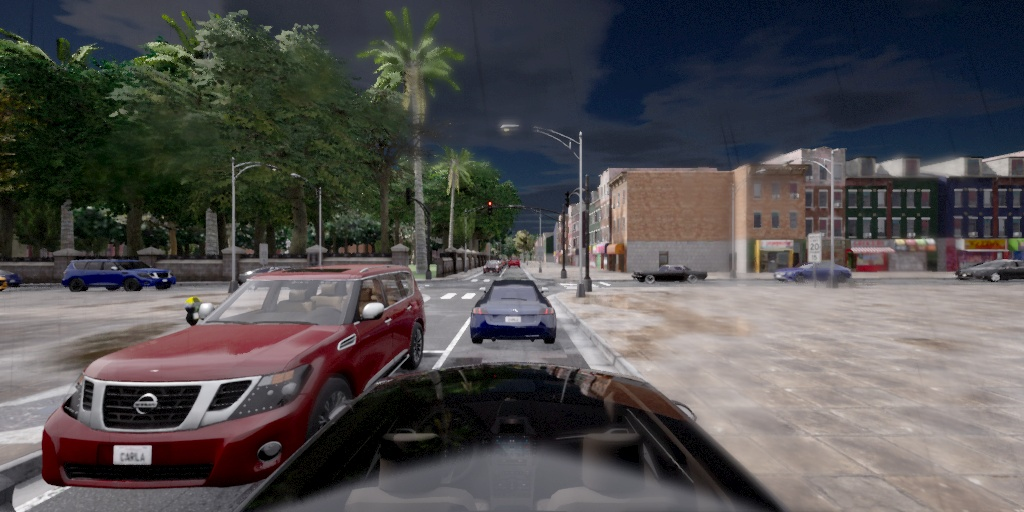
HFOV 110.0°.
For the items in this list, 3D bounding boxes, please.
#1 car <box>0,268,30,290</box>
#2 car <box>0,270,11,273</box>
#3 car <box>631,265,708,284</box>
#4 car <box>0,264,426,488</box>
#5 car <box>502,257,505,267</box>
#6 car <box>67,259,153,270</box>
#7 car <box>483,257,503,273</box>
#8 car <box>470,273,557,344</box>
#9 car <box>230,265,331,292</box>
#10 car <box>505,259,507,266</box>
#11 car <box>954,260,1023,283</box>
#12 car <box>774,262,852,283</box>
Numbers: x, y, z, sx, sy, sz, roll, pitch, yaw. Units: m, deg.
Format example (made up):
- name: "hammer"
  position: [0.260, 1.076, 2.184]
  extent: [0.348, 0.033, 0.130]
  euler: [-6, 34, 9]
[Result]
- name: "car"
  position: [-37.897, 1.663, 25.521]
  extent: [4.674, 1.442, 1.812]
  euler: [-1, 0, 0]
- name: "car"
  position: [-35.052, 1.586, 22.568]
  extent: [5.008, 1.535, 1.882]
  euler: [-1, 0, 0]
- name: "car"
  position: [10.982, 1.278, 25.308]
  extent: [4.718, 1.301, 1.895]
  euler: [0, 0, 1]
- name: "car"
  position: [-2.622, 1.065, 5.006]
  extent: [2.192, 1.841, 5.009]
  euler: [0, 0, 0]
- name: "car"
  position: [-2.367, 1.288, 48.840]
  extent: [1.967, 1.591, 4.097]
  euler: [0, 0, 0]
- name: "car"
  position: [-24.556, 1.215, 22.506]
  extent: [5.566, 2.045, 2.150]
  euler: [-1, 0, 0]
- name: "car"
  position: [-2.401, 1.266, 43.152]
  extent: [1.967, 1.591, 4.097]
  euler: [0, 0, 0]
- name: "car"
  position: [0.042, 1.316, 9.622]
  extent: [1.994, 1.385, 4.181]
  euler: [0, 0, 0]
- name: "car"
  position: [-14.351, 1.385, 22.453]
  extent: [4.902, 1.511, 2.128]
  euler: [-1, 0, -1]
- name: "car"
  position: [-2.302, 1.482, 60.217]
  extent: [1.802, 1.307, 4.207]
  euler: [0, 0, 0]
- name: "car"
  position: [34.209, 1.051, 25.177]
  extent: [4.892, 1.490, 1.837]
  euler: [-1, 0, 0]
- name: "car"
  position: [21.145, 1.138, 25.252]
  extent: [4.674, 1.442, 1.812]
  euler: [0, 0, 0]
